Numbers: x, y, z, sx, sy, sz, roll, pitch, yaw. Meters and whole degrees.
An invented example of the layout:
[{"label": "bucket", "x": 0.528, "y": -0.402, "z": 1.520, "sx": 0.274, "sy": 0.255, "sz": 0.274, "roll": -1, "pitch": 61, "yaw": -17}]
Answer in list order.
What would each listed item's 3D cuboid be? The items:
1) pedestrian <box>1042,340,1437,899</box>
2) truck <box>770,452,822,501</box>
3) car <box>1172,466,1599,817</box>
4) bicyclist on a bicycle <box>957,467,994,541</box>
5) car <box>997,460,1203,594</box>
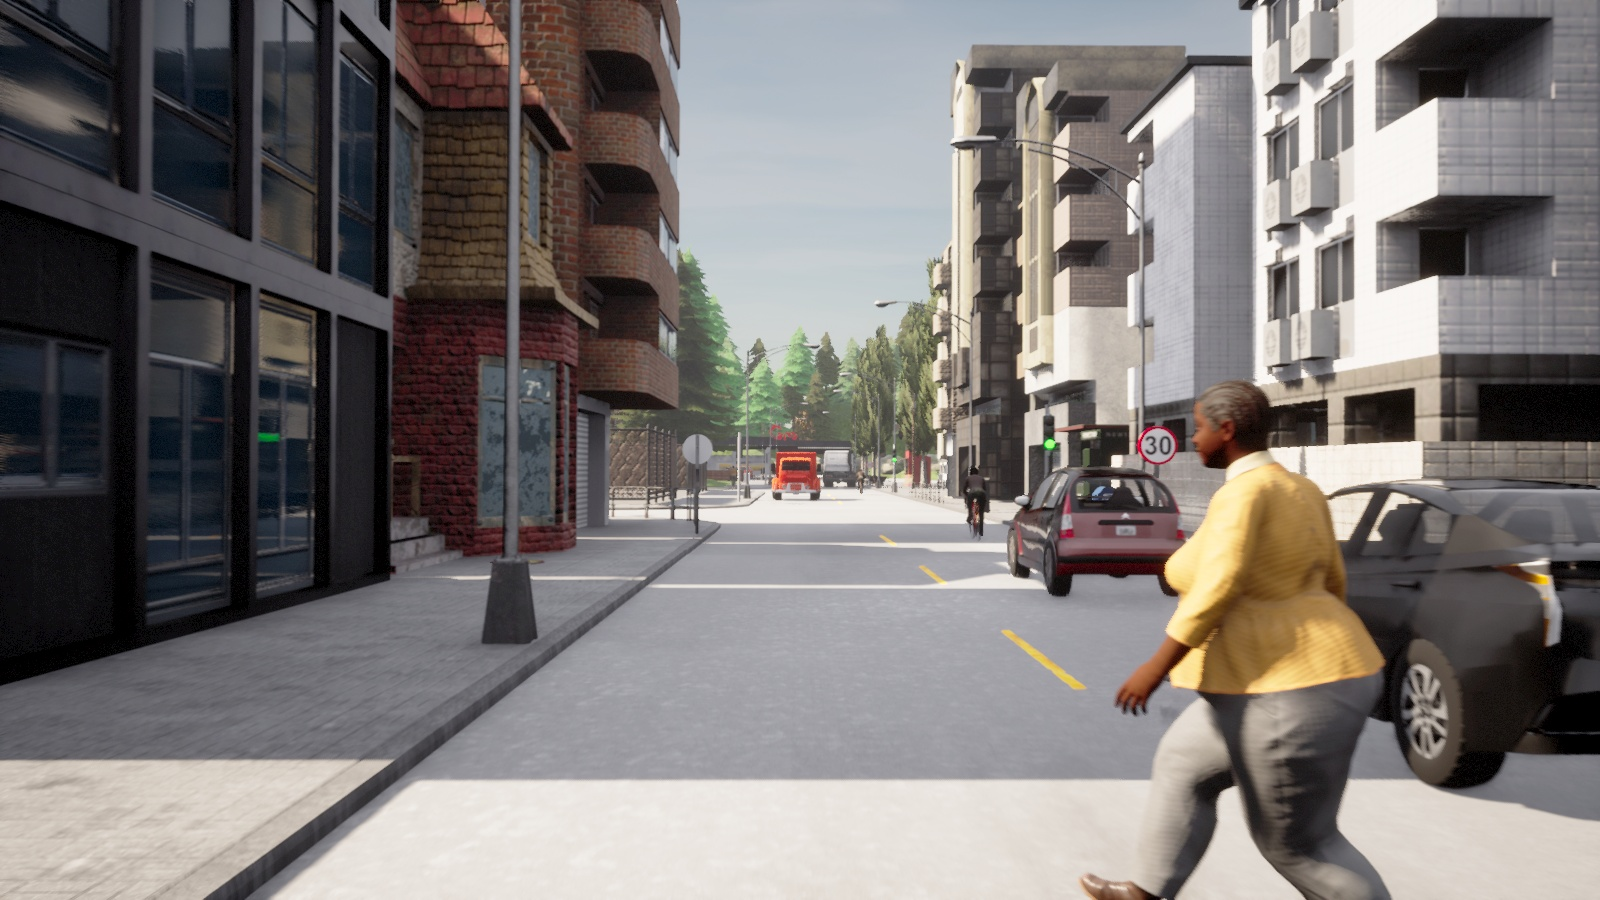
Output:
[{"label": "pedestrian", "x": 1.341, "y": 0.657, "z": 3.793, "sx": 0.900, "sy": 1.855, "sz": 0.874, "roll": -1, "pitch": -1, "yaw": 36}, {"label": "truck", "x": -0.188, "y": 1.360, "z": 65.478, "sx": 2.627, "sy": 2.467, "sz": 5.204, "roll": 0, "pitch": -1, "yaw": 0}, {"label": "car", "x": 3.980, "y": 0.866, "z": 7.734, "sx": 2.007, "sy": 1.525, "sz": 4.514, "roll": 0, "pitch": -1, "yaw": 0}, {"label": "bicyclist on a bicycle", "x": 3.932, "y": 1.196, "z": 28.266, "sx": 0.582, "sy": 1.620, "sz": 1.656, "roll": 0, "pitch": -1, "yaw": 0}, {"label": "car", "x": 3.957, "y": 0.968, "z": 17.260, "sx": 1.851, "sy": 1.617, "sz": 3.988, "roll": 0, "pitch": -1, "yaw": 0}]
